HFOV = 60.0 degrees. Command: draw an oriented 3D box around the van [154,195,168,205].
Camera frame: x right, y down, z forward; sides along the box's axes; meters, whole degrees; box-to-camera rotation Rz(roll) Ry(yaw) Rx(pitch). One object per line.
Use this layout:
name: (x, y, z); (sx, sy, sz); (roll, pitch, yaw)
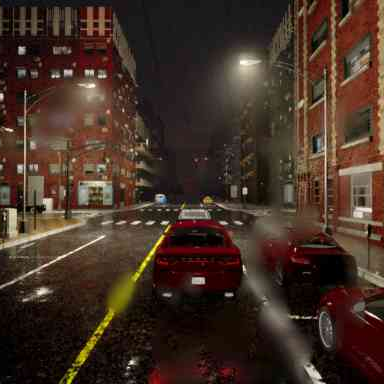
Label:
van: (-5.578, 1.359, 58.213); (1.690, 1.788, 3.998); (1, 0, 0)

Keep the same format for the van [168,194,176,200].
van: (-5.521, 1.375, 92.126); (1.690, 1.788, 3.998); (1, 0, 0)

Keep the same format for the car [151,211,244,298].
car: (0.112, 1.480, 8.588); (1.882, 1.535, 5.008); (0, 0, 0)

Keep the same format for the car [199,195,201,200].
car: (2.837, 1.572, 80.770); (1.887, 1.381, 4.507); (1, 0, 0)

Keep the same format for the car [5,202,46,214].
car: (-18.648, 1.729, 37.324); (4.313, 1.339, 1.947); (0, -1, 0)

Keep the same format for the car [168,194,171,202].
car: (-5.572, 1.602, 63.865); (1.802, 1.307, 4.206); (1, 0, 0)

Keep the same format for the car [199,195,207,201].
car: (2.846, 1.596, 86.421); (1.947, 1.339, 4.313); (1, 0, 0)

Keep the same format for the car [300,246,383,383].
car: (2.673, 1.583, 3.250); (1.802, 1.307, 4.206); (1, 0, 0)

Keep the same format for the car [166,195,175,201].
car: (-5.533, 1.581, 86.474); (2.008, 1.369, 4.403); (1, 0, 0)

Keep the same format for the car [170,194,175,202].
car: (-5.553, 1.607, 75.169); (1.802, 1.307, 4.206); (1, 0, 0)

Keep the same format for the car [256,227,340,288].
car: (2.852, 1.584, 8.906); (1.802, 1.307, 4.206); (1, 0, 0)

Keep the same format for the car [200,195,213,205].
car: (2.799, 1.543, 58.329); (1.752, 1.417, 4.829); (1, 0, 0)
